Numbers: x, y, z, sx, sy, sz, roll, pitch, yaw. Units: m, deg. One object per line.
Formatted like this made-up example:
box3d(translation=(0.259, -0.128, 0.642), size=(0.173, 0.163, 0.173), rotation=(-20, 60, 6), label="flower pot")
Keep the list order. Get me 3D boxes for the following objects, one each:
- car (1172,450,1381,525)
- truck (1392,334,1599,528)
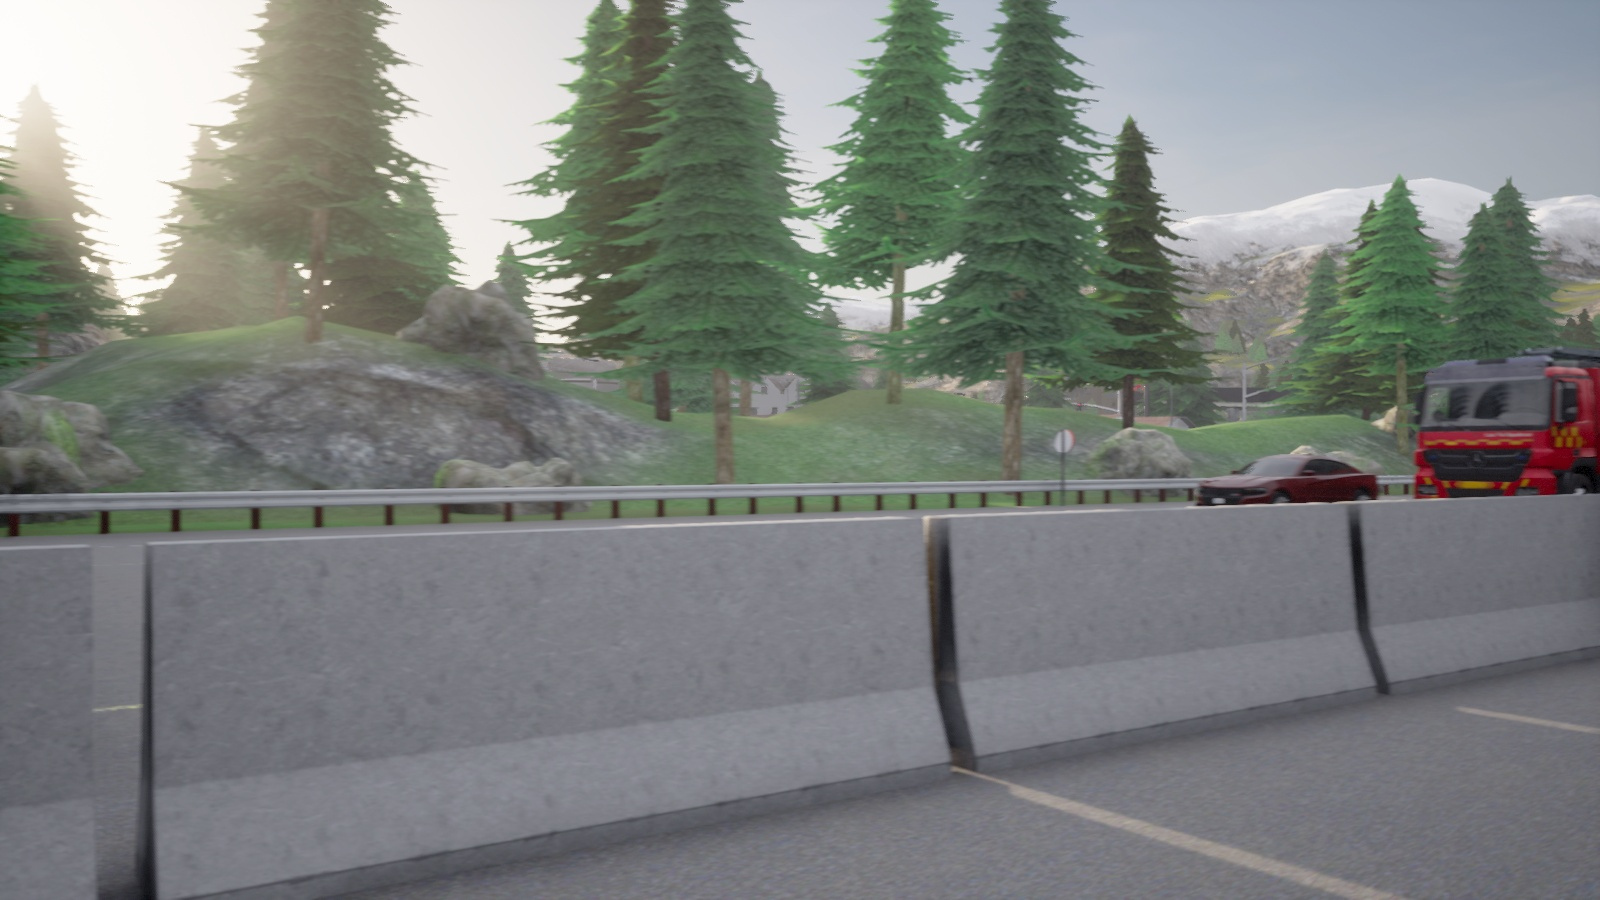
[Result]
box3d(translation=(10.745, 0.784, 28.160), size=(5.008, 1.535, 1.882), rotation=(0, 0, -35), label="car")
box3d(translation=(17.066, -0.367, 28.292), size=(8.468, 3.827, 2.891), rotation=(0, 0, -35), label="truck")
